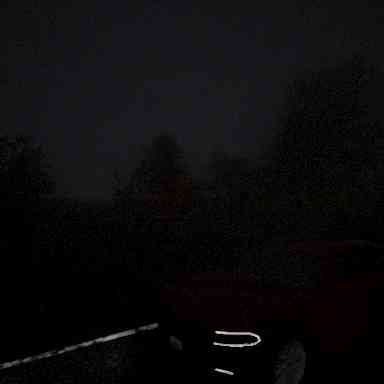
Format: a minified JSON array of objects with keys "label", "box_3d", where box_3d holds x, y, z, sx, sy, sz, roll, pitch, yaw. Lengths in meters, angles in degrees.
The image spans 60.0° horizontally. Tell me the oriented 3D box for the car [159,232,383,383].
[{"label":"car","box_3d":[1.848,1.470,5.310,5.008,1.535,1.882,0,0,-35]}]
